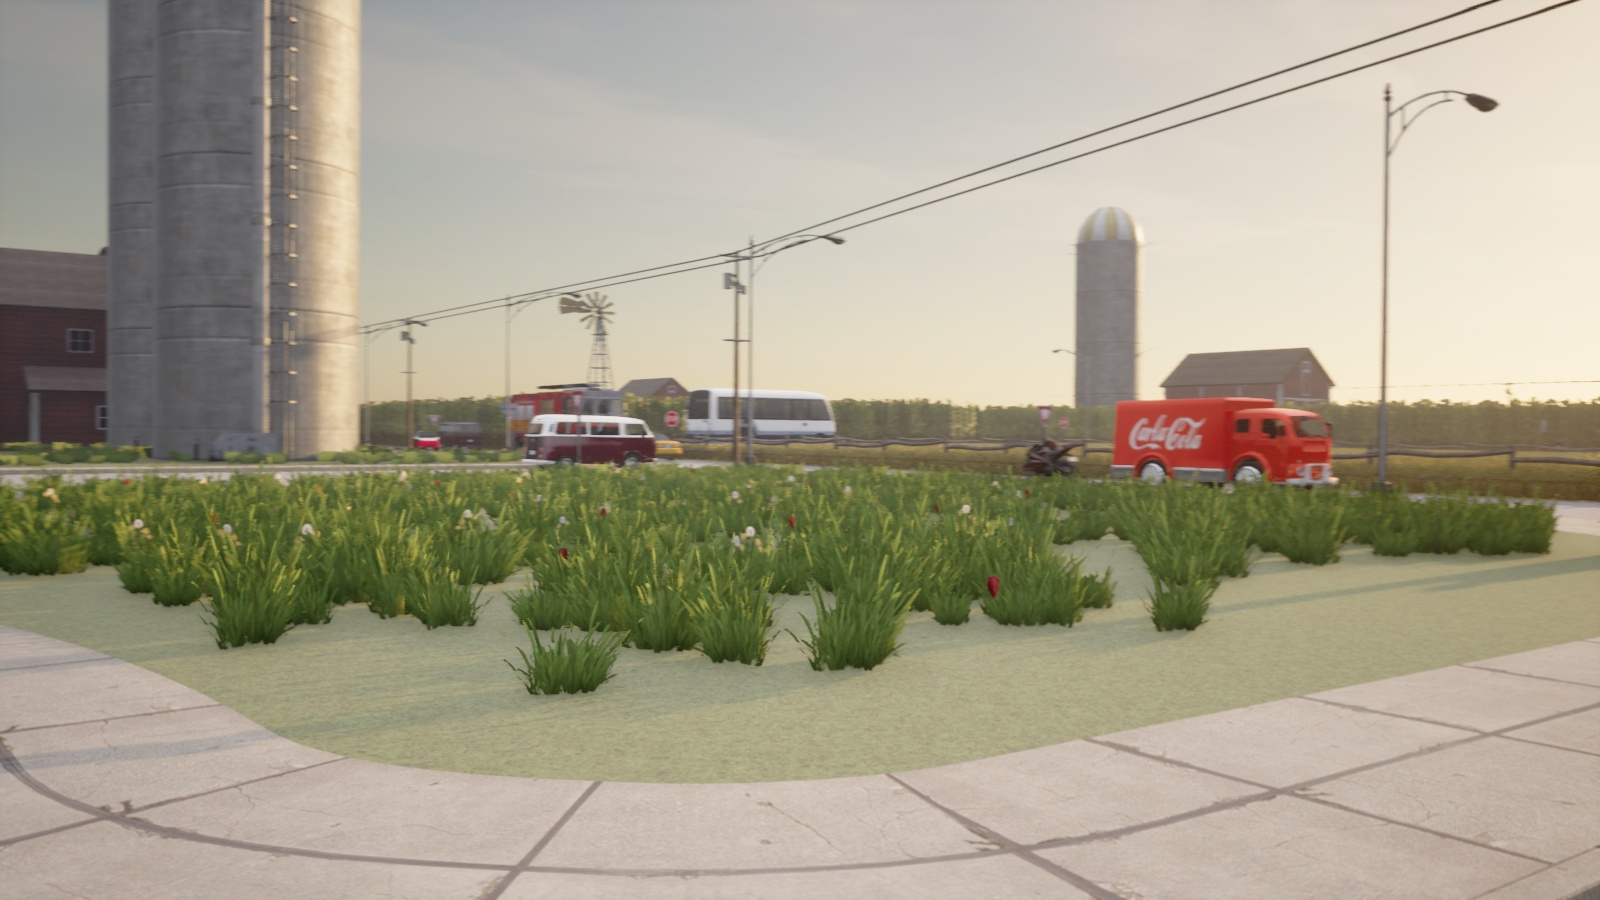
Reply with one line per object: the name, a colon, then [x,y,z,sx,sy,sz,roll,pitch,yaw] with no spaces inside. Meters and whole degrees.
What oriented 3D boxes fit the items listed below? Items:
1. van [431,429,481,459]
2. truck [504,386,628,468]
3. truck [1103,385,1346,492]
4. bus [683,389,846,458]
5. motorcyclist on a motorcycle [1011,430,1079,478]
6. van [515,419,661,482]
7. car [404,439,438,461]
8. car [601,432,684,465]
van: [-23.292,-0.398,84.965,1.775,1.987,4.442,-1,1,-35]
truck: [-11.881,-1.140,62.995,2.891,3.827,8.468,-1,1,-34]
truck: [10.555,-0.287,31.609,2.627,2.467,5.204,-1,1,-36]
bus: [-2.241,-1.767,82.648,10.273,4.253,3.944,-1,1,-36]
motorcyclist on a motorcycle: [8.010,0.124,41.169,0.866,1.530,2.191,-1,1,-36]
van: [-7.248,-0.020,43.139,4.480,2.038,2.069,-1,1,-36]
car: [-24.239,-0.013,80.282,1.481,1.376,2.207,-1,1,-36]
car: [-8.029,-0.096,63.611,1.801,1.575,5.366,-1,1,-36]
